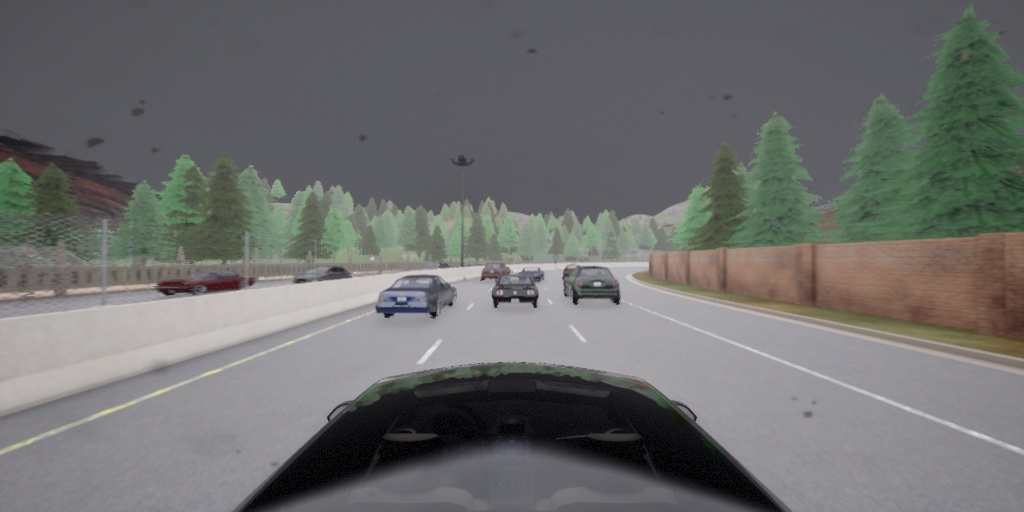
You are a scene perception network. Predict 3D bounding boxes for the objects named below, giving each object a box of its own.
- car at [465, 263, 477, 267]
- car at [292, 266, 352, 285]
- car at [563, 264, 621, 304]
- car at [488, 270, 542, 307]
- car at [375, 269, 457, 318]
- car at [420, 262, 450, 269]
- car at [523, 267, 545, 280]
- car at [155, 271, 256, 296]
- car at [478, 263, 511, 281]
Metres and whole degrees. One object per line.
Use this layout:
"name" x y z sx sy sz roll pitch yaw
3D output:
"car" -6.494 1.867 62.651 1.994 1.385 4.181 0 -1 26
"car" -13.417 1.470 25.631 1.837 1.490 4.892 -1 0 6
"car" 3.736 1.245 17.477 2.097 1.767 4.553 0 -1 2
"car" 0.175 1.482 16.210 1.895 1.301 4.718 0 -1 1
"car" -3.378 1.405 13.590 2.033 1.411 5.357 0 -1 1
"car" -7.994 1.420 36.960 2.097 1.767 4.553 0 0 13
"car" 1.886 1.628 32.285 1.895 1.301 4.718 0 -1 11
"car" -17.363 1.521 20.622 1.895 1.301 4.718 0 -1 3
"car" -1.367 1.390 33.533 2.097 1.767 4.553 0 -1 11
